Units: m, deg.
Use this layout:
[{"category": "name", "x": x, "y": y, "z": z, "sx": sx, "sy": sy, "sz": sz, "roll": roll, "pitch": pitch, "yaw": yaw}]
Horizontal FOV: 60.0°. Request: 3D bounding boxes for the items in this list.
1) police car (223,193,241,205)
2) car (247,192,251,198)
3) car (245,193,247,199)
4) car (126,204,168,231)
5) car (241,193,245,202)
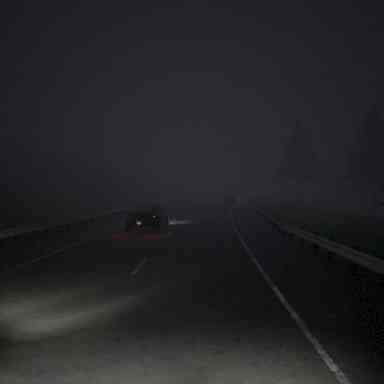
[{"category": "police car", "x": 5.908, "y": 1.122, "z": 50.608, "sx": 1.930, "sy": 1.638, "sz": 5.238, "roll": 0, "pitch": 0, "yaw": 11}, {"category": "car", "x": 12.770, "y": 0.888, "z": 82.776, "sx": 2.128, "sy": 1.511, "sz": 4.902, "roll": 0, "pitch": 0, "yaw": 17}, {"category": "car", "x": 9.211, "y": 1.112, "z": 65.790, "sx": 1.837, "sy": 1.490, "sz": 4.892, "roll": 0, "pitch": 0, "yaw": 14}, {"category": "car", "x": -2.579, "y": 1.404, "z": 19.555, "sx": 1.812, "sy": 1.442, "sz": 4.674, "roll": 0, "pitch": 0, "yaw": 4}, {"category": "car", "x": 7.858, "y": 0.992, "z": 60.048, "sx": 2.097, "sy": 1.767, "sz": 4.553, "roll": 0, "pitch": 0, "yaw": 13}]
